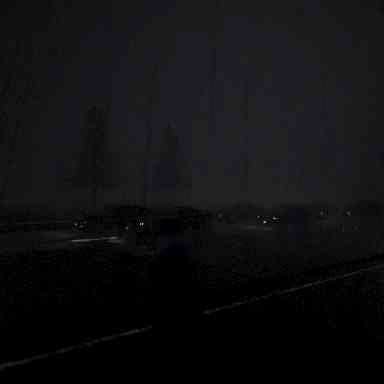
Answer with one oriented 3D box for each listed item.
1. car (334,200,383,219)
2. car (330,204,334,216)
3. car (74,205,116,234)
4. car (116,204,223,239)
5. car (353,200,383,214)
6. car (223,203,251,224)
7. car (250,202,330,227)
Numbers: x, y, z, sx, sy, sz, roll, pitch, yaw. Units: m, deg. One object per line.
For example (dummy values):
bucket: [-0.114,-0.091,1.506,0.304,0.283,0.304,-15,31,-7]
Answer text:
car: [14.851,1.491,28.649,4.902,1.511,2.128,0,0,-35]
car: [11.446,1.601,30.518,4.718,1.301,1.895,0,0,-35]
car: [-4.285,1.505,19.341,4.892,1.490,1.837,0,0,-35]
car: [-1.092,1.492,17.315,4.902,1.511,2.128,0,0,-35]
car: [19.654,1.564,36.279,4.181,1.385,1.994,0,0,-35]
car: [3.653,1.547,24.987,5.357,1.411,2.033,0,0,-35]
car: [6.851,1.547,22.970,5.357,1.411,2.033,0,0,-35]
